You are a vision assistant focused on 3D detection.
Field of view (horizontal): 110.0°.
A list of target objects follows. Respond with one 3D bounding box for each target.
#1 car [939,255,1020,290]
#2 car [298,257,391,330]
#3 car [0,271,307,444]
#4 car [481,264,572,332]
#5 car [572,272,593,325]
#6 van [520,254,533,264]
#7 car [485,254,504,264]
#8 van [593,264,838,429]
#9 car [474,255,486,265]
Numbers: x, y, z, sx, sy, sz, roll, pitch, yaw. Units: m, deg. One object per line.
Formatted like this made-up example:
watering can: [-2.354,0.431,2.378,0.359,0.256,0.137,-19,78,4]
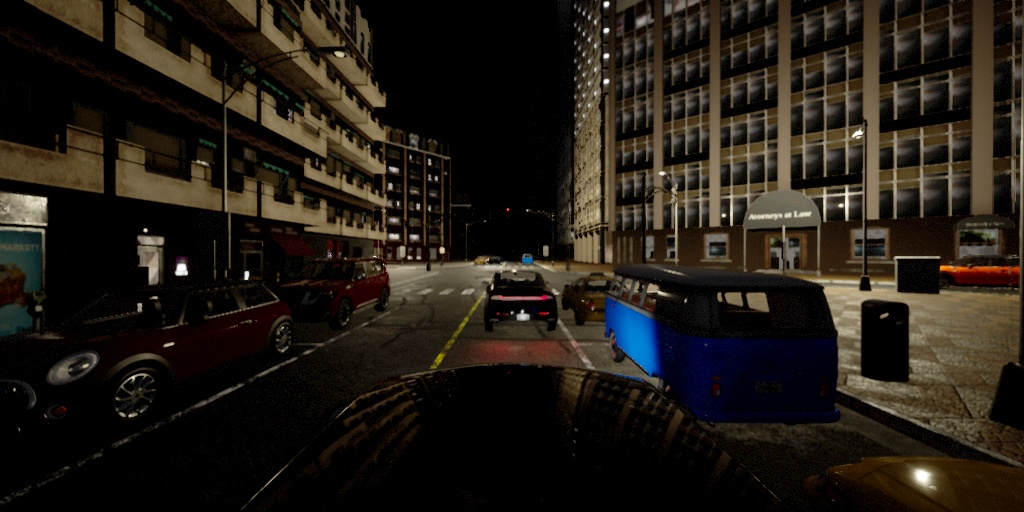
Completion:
car: [22.369,0.745,17.192,4.553,1.767,2.097,0,0,41]
car: [-5.313,0.973,10.964,2.192,1.841,5.009,0,0,0]
car: [-5.314,1.152,5.429,1.967,1.591,4.097,0,0,0]
car: [0.135,1.153,10.567,2.128,1.511,4.902,0,1,-3]
car: [2.567,1.183,11.139,1.751,1.417,4.829,0,0,0]
van: [2.577,0.568,59.960,1.690,1.789,3.998,0,0,0]
car: [-2.806,0.835,59.044,1.895,1.301,4.718,0,0,2]
van: [2.566,1.053,5.433,1.690,1.789,3.998,0,0,0]
car: [-5.303,0.753,59.792,1.751,1.417,4.829,0,0,0]
